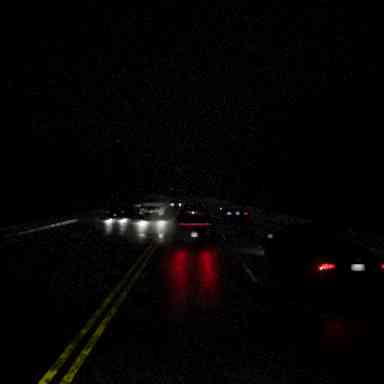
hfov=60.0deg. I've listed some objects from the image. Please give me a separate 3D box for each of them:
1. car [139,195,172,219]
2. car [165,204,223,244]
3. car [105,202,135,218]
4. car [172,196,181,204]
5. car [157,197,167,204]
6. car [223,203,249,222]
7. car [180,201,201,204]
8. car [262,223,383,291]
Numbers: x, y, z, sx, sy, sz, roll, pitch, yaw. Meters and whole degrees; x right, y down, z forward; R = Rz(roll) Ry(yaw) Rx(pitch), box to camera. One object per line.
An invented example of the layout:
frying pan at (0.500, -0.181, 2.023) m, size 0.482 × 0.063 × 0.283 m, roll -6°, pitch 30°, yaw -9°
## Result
car at (-3.353, 1.296, 30.181) m, size 2.150 × 2.045 × 5.566 m, roll 0°, pitch 0°, yaw 0°
car at (0.095, 1.527, 15.818) m, size 2.128 × 1.511 × 4.902 m, roll 0°, pitch 0°, yaw 0°
car at (-6.603, 1.623, 31.156) m, size 2.033 × 1.411 × 5.357 m, roll 0°, pitch 0°, yaw 0°
car at (-3.257, 1.686, 70.321) m, size 1.882 × 1.535 × 5.008 m, roll 0°, pitch 0°, yaw 0°
car at (-6.507, 1.791, 72.499) m, size 1.895 × 1.301 × 4.718 m, roll 0°, pitch 0°, yaw 0°
car at (3.341, 1.612, 26.731) m, size 2.033 × 1.411 × 5.357 m, roll 0°, pitch 0°, yaw 0°
car at (0.094, 1.583, 31.716) m, size 1.837 × 1.490 × 4.892 m, roll 0°, pitch 0°, yaw 0°
car at (3.337, 1.567, 9.188) m, size 2.033 × 1.411 × 5.357 m, roll 0°, pitch 0°, yaw 0°
